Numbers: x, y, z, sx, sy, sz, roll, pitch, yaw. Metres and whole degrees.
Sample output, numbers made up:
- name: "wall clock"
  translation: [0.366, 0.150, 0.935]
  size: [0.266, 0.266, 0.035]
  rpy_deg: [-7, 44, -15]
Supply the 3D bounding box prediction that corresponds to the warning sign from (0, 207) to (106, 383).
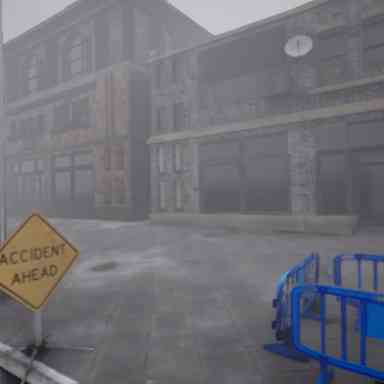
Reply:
- name: "warning sign"
  translation: [-1.987, 1.152, 4.221]
  size: [1.060, 1.860, 1.300]
  rpy_deg: [-2, 0, 35]
